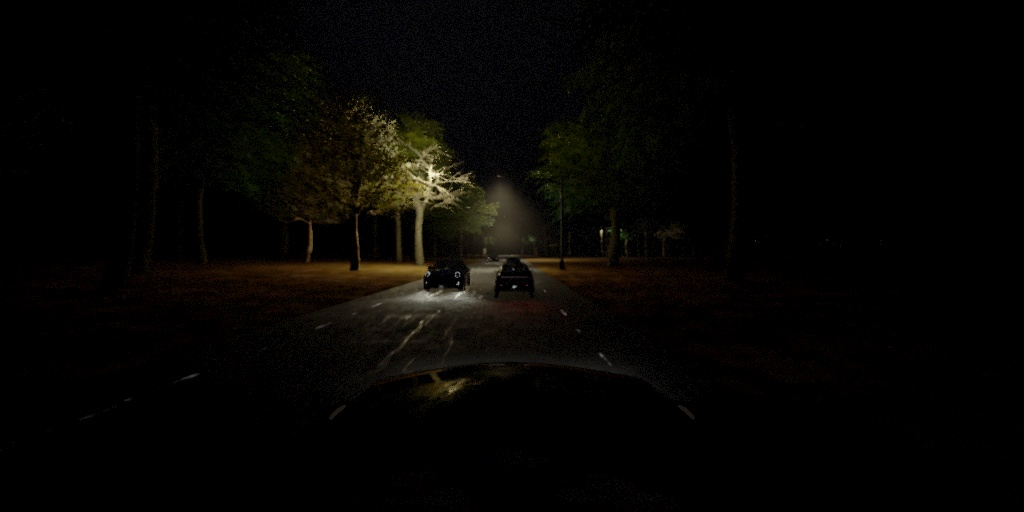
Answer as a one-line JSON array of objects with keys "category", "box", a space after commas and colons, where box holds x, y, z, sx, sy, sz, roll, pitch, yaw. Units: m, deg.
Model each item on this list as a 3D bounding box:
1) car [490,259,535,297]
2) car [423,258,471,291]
[{"category": "car", "box": [0.098, 1.107, 17.967, 2.128, 1.511, 4.902, 0, 1, 0]}, {"category": "car", "box": [-3.595, 0.938, 20.444, 2.097, 1.767, 4.553, 0, 1, 0]}]
